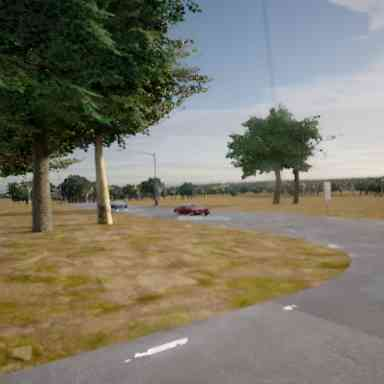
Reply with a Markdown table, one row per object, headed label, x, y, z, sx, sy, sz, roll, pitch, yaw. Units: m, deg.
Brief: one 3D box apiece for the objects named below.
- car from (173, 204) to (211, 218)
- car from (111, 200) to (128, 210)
| label | x | y | z | sx | sy | sz | roll | pitch | yaw |
| --- | --- | --- | --- | --- | --- | --- | --- | --- | --- |
| car | -0.039 | 1.866 | 34.250 | 1.895 | 1.301 | 4.718 | -3 | 1 | -31 |
| car | -12.188 | 2.150 | 55.653 | 1.812 | 1.442 | 4.674 | -3 | 0 | -28 |
